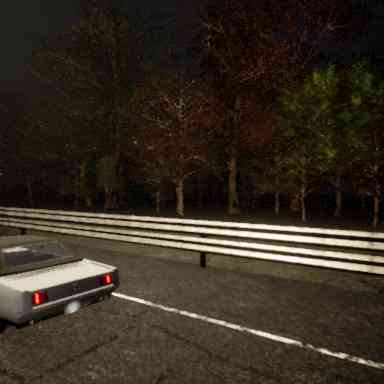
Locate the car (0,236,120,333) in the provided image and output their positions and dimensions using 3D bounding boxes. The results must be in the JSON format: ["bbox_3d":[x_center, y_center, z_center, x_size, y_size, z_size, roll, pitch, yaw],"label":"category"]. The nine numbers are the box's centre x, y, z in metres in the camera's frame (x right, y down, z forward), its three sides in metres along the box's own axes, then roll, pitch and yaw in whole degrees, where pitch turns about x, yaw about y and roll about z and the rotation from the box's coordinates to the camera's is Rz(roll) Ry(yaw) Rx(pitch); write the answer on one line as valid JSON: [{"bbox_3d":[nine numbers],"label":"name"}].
[{"bbox_3d":[-3.719,1.550,6.612,4.718,1.301,1.895,1,0,35],"label":"car"}]
